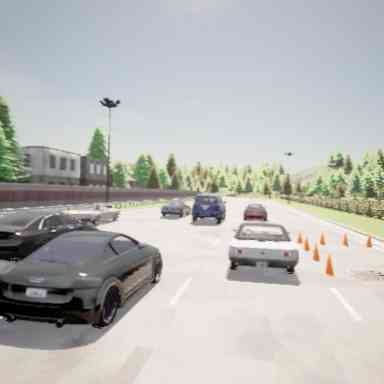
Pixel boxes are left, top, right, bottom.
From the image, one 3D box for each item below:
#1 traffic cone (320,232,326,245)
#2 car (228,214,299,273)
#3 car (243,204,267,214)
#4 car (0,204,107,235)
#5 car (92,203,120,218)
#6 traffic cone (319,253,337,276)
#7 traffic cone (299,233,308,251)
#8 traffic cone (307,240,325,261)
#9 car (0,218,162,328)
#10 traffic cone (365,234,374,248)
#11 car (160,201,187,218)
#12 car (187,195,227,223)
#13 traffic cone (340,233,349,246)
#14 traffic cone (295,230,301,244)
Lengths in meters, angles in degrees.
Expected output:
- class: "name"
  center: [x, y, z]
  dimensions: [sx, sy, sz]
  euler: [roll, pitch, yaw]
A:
- class: "traffic cone"
  center: [5.986, 2.113, 15.277]
  dimensions: [0.340, 0.580, 0.340]
  euler: [2, 0, 10]
- class: "car"
  center: [2.279, 1.657, 11.056]
  dimensions: [1.895, 1.301, 4.718]
  euler: [2, 0, 10]
- class: "car"
  center: [5.462, 1.697, 28.749]
  dimensions: [1.994, 1.385, 4.181]
  euler: [2, 0, 10]
- class: "car"
  center: [-4.831, 1.363, 11.038]
  dimensions: [1.837, 1.490, 4.892]
  euler: [2, 0, 10]
- class: "car"
  center: [-6.429, 1.405, 21.940]
  dimensions: [1.895, 1.301, 4.718]
  euler: [2, 0, 10]
- class: "traffic cone"
  center: [3.940, 2.059, 9.548]
  dimensions: [0.340, 0.580, 0.340]
  euler: [2, 0, 10]
- class: "traffic cone"
  center: [4.648, 2.077, 13.485]
  dimensions: [0.340, 0.580, 0.340]
  euler: [2, 0, 10]
- class: "traffic cone"
  center: [4.294, 2.068, 11.517]
  dimensions: [0.340, 0.580, 0.340]
  euler: [2, 0, 10]
- class: "car"
  center: [-2.003, 1.503, 7.005]
  dimensions: [1.994, 1.385, 4.181]
  euler: [2, 0, 10]
- class: "traffic cone"
  center: [7.953, 2.168, 14.923]
  dimensions: [0.340, 0.580, 0.340]
  euler: [2, 0, 10]
- class: "car"
  center: [-1.401, 1.488, 30.114]
  dimensions: [2.033, 1.411, 5.357]
  euler: [2, 0, 10]
- class: "car"
  center: [1.396, 1.243, 25.861]
  dimensions: [2.150, 2.045, 5.566]
  euler: [2, 0, 10]
- class: "traffic cone"
  center: [6.969, 2.141, 15.100]
  dimensions: [0.340, 0.580, 0.340]
  euler: [2, 0, 10]
- class: "traffic cone"
  center: [5.002, 2.085, 15.454]
  dimensions: [0.340, 0.580, 0.340]
  euler: [2, 0, 10]
